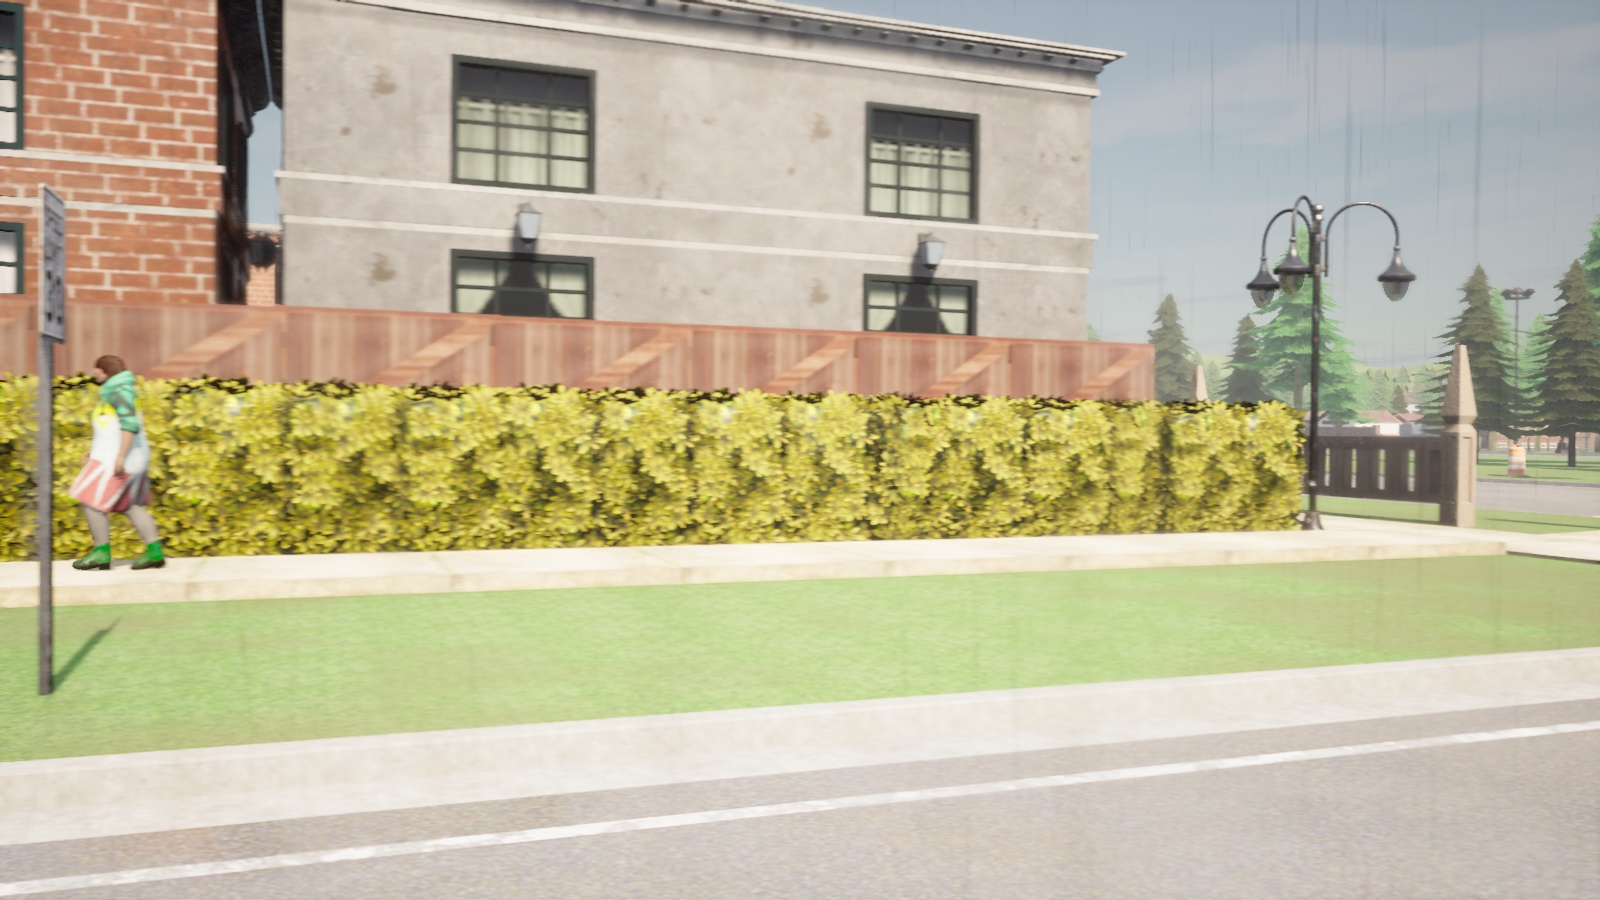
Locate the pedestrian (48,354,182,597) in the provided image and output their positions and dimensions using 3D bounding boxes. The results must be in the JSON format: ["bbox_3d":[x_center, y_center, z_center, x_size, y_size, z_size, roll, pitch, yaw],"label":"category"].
[{"bbox_3d":[-5.724,0.197,10.540,0.873,1.952,0.659,-1,1,-21],"label":"pedestrian"}]
